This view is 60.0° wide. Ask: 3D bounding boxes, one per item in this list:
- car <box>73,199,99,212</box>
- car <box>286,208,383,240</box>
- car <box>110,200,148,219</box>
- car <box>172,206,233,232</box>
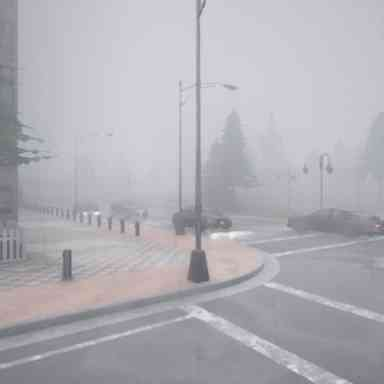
[{"bbox_3d":[-12.170,1.527,38.163,1.994,1.385,4.181,0,0,-34],"label":"car"},{"bbox_3d":[7.386,1.510,16.985,2.033,1.411,5.357,0,0,-31],"label":"car"},{"bbox_3d":[-5.467,1.455,28.521,2.128,1.511,4.902,0,0,-35],"label":"car"},{"bbox_3d":[0.511,1.528,19.955,1.994,1.385,4.181,0,0,-35],"label":"car"}]
